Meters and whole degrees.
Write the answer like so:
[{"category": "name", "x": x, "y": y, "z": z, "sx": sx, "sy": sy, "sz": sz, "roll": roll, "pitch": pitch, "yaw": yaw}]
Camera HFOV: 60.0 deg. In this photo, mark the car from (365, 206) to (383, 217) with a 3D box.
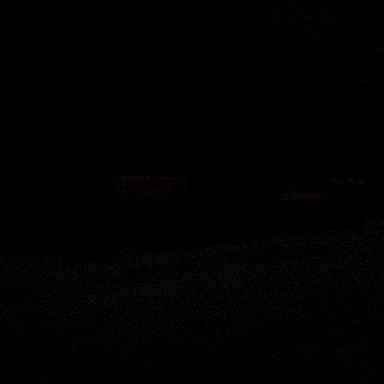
[{"category": "car", "x": 20.954, "y": 2.078, "z": 34.933, "sx": 1.895, "sy": 1.301, "sz": 4.718, "roll": -1, "pitch": -1, "yaw": -35}]
